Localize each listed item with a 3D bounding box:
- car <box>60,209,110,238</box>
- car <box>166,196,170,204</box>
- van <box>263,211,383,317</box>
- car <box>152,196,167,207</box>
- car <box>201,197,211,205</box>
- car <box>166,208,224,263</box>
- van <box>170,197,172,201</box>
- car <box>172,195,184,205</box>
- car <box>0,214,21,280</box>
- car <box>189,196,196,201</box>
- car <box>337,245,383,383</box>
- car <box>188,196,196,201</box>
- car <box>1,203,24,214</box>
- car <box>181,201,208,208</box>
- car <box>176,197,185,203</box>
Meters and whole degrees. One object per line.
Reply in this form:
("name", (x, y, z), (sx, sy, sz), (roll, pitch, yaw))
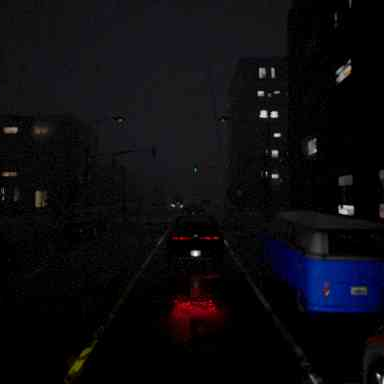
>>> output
("car", (-5.665, 1.636, 18.066), (2.008, 1.369, 4.403), (1, 0, 0))
("car", (-5.634, 1.830, 61.703), (1.887, 1.381, 4.507), (1, 0, 0))
("van", (2.712, 1.376, 7.239), (1.690, 1.788, 3.998), (1, 0, 0))
("car", (-5.714, 1.804, 56.021), (1.887, 1.381, 4.507), (1, 0, 0))
("car", (2.753, 1.752, 67.446), (1.967, 1.590, 4.097), (1, 0, 0))
("car", (0.108, 1.563, 12.207), (1.837, 1.490, 4.892), (0, 0, 0))
("van", (-5.625, 1.653, 67.391), (1.690, 1.788, 3.998), (1, 0, 0))
("car", (-2.952, 1.544, 69.069), (2.150, 2.045, 5.566), (0, 0, 0))
("car", (-5.669, 1.475, 7.253), (1.967, 1.590, 4.097), (1, 0, 0))
("car", (0.066, 1.792, 94.114), (1.812, 1.442, 4.674), (0, 0, 0))
("car", (2.706, 1.449, 1.832), (1.967, 1.590, 4.097), (1, 0, 0))
("car", (0.059, 1.933, 84.104), (1.994, 1.385, 4.181), (0, 0, 0))
("car", (-19.277, 1.769, 33.329), (4.507, 1.381, 1.887), (0, -1, 1))
("car", (0.119, 1.734, 28.434), (1.895, 1.301, 4.718), (0, 0, 0))
("car", (-2.941, 1.925, 85.025), (2.033, 1.411, 5.357), (0, 0, 0))
